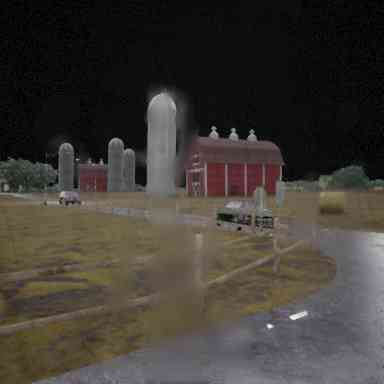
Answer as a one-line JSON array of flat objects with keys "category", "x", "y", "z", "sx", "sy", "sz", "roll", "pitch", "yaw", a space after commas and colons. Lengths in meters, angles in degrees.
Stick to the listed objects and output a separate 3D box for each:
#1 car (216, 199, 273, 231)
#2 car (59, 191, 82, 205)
[{"category": "car", "x": 2.924, "y": 1.236, "z": 19.739, "sx": 2.097, "sy": 1.767, "sz": 4.553, "roll": 3, "pitch": -1, "yaw": -16}, {"category": "car", "x": -18.361, "y": 0.916, "z": 50.069, "sx": 2.150, "sy": 2.045, "sz": 5.566, "roll": 1, "pitch": 0, "yaw": -35}]
